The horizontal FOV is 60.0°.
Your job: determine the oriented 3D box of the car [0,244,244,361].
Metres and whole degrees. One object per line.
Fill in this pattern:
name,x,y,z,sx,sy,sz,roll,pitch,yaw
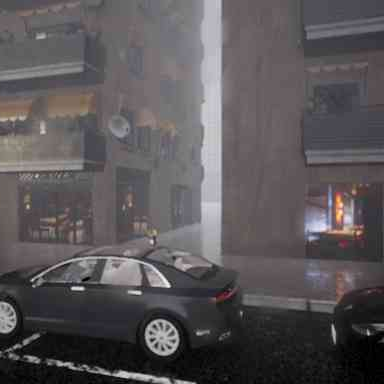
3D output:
car,-1.381,1.555,5.494,4.403,1.369,2.008,0,0,16

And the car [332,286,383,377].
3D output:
car,4.037,1.569,3.961,4.313,1.339,1.947,0,0,16
